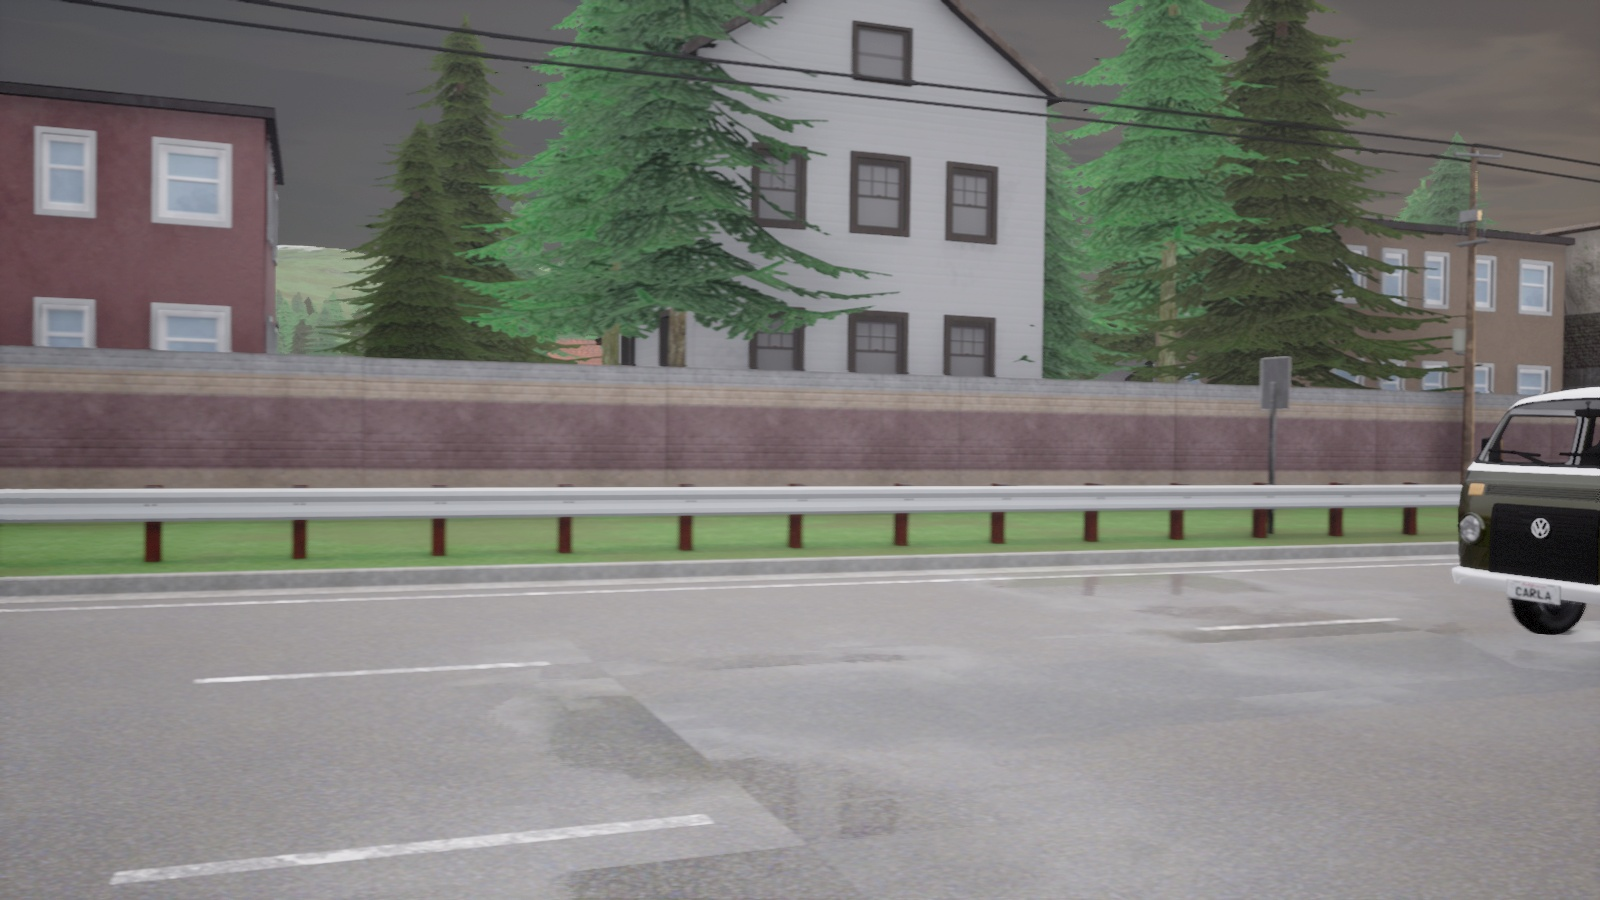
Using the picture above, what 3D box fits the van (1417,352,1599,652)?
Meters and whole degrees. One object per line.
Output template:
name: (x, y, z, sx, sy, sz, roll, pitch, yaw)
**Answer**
van: (7.350, 0.322, 9.770, 4.480, 2.038, 2.069, -1, 1, -21)
